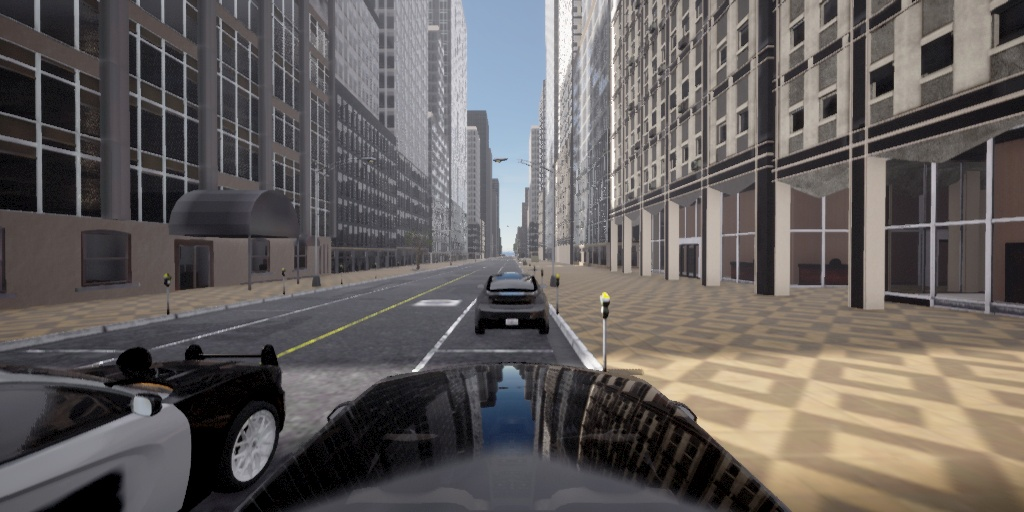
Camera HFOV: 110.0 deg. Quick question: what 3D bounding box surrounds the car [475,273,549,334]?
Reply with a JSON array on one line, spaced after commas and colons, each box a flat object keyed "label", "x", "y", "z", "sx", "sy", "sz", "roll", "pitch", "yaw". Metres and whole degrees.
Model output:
[{"label": "car", "x": -0.001, "y": 1.240, "z": 10.501, "sx": 1.837, "sy": 1.490, "sz": 4.892, "roll": 0, "pitch": 0, "yaw": 0}]

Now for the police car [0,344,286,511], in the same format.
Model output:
[{"label": "police car", "x": -3.146, "y": 1.169, "z": 1.611, "sx": 1.930, "sy": 1.638, "sz": 5.238, "roll": 0, "pitch": 0, "yaw": 0}]
